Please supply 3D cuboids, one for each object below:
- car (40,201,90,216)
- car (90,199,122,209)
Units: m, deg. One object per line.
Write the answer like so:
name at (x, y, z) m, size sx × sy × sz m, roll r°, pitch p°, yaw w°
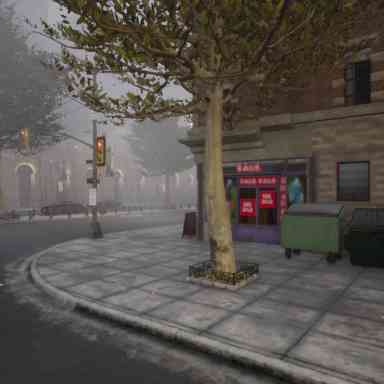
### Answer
car at (-12.697, 1.564, 32.877) m, size 1.994 × 1.385 × 4.181 m, roll 0°, pitch 0°, yaw 36°
car at (-11.936, 1.595, 45.164) m, size 1.895 × 1.301 × 4.718 m, roll 0°, pitch 0°, yaw 36°
